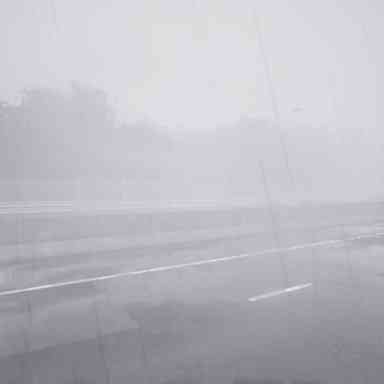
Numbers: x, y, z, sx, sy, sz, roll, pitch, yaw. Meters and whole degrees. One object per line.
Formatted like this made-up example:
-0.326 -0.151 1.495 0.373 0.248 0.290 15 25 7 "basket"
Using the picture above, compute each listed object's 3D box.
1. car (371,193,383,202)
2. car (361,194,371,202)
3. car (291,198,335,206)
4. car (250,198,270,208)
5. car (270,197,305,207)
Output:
25.664 0.985 42.633 4.902 1.511 2.128 -2 1 -33 "car"
25.887 0.920 46.938 4.902 1.511 2.128 -2 1 -33 "car"
11.129 1.416 28.762 4.718 1.301 1.895 -1 0 -34 "car"
8.133 1.361 35.179 4.181 1.385 1.994 -1 0 -34 "car"
10.396 1.288 32.487 4.902 1.511 2.128 -1 0 -34 "car"
